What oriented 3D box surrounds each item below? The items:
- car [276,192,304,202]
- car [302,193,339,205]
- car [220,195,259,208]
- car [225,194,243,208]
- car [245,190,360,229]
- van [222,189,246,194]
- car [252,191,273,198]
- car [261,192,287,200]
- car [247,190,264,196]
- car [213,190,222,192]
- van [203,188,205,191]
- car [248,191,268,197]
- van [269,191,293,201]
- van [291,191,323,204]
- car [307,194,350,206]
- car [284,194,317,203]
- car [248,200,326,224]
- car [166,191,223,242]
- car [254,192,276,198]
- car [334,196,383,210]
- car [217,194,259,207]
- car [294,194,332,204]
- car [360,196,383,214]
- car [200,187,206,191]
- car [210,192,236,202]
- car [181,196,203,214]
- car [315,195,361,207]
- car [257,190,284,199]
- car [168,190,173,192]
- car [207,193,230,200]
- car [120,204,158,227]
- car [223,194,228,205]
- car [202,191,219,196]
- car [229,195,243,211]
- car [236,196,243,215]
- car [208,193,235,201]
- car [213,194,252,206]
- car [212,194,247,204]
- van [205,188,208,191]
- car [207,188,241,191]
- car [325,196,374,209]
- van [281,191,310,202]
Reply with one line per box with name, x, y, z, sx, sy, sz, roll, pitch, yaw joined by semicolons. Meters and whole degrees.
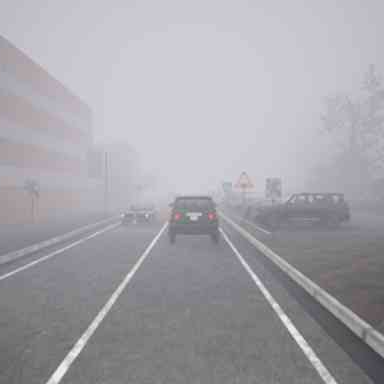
car;18.212;0.879;62.190;4.553;1.767;2.185;0;0;-1
car;18.476;0.976;48.075;4.553;1.767;2.185;0;0;-1
car;5.961;1.185;42.049;4.674;1.452;2.002;0;0;-1
car;6.090;1.243;33.573;4.674;1.452;2.002;0;0;-1
car;6.265;1.039;19.444;5.566;2.045;2.435;0;0;-1
van;6.122;0.938;39.224;4.442;1.987;1.878;0;0;-1
car;17.929;0.625;84.671;4.892;1.521;2.231;0;1;-1
car;18.077;0.894;73.494;5.008;1.535;2.097;0;2;-1
car;17.770;0.290;93.136;4.553;1.767;2.185;0;1;-1
car;5.872;0.961;50.524;4.553;1.767;2.185;0;0;-1
van;5.546;0.540;78.794;4.442;1.987;1.878;0;1;-1
car;17.835;0.482;90.441;5.008;1.535;2.097;0;1;-1
van;18.046;0.741;67.711;4.442;1.987;1.878;0;0;-1
van;18.481;0.838;53.595;4.442;1.987;1.878;0;0;-1
car;18.482;1.121;45.252;5.008;1.535;2.097;0;0;-1
car;18.332;1.045;56.420;4.892;1.521;2.231;0;0;-1
car;6.249;1.315;22.270;4.674;1.452;2.002;0;0;-1
car;0.070;1.130;16.035;2.150;2.045;5.566;0;0;0
car;17.931;0.719;81.974;4.792;1.488;2.163;0;1;-1
car;18.607;1.180;36.658;5.008;1.535;2.097;0;0;-1
car;6.108;1.122;44.877;5.366;1.575;1.946;0;0;-1
car;18.410;1.082;50.898;5.008;1.535;2.097;0;0;-1
car;18.691;1.220;31.011;4.892;1.521;2.231;0;0;-1
car;5.360;0.445;81.616;5.566;2.045;2.435;0;1;-1
car;5.707;0.883;61.826;4.553;1.767;2.185;0;0;-1
car;-0.017;1.255;33.089;1.994;1.385;4.181;0;4;0
car;18.532;1.140;42.429;5.008;1.535;2.097;0;0;-1
car;18.014;0.577;76.322;5.566;2.045;2.435;0;1;-1
car;-3.684;0.739;63.067;2.150;2.045;5.566;0;1;0
car;5.555;0.985;70.312;4.674;1.452;2.002;0;0;-1
car;-3.410;1.464;22.064;1.895;1.301;4.718;0;0;0
car;6.017;1.213;36.398;4.792;1.488;2.163;0;0;-1
car;5.226;0.459;92.922;4.674;1.452;2.002;0;1;-1
car;6.126;1.262;30.748;4.674;1.452;2.002;0;0;-1
car;6.205;1.258;25.097;5.008;1.535;2.097;0;0;-1
car;5.630;0.989;64.652;5.008;1.535;2.097;0;0;-1
car;5.696;1.103;47.697;5.366;1.575;1.946;0;0;-1
car;5.985;1.064;53.353;5.366;1.575;1.946;0;0;-1
van;5.626;0.672;73.266;4.442;1.987;1.878;0;1;-1
car;5.787;0.796;56.175;5.566;2.045;2.435;0;0;-1
car;18.600;1.191;39.482;4.792;1.488;2.163;0;0;-1
van;18.402;0.799;59.245;4.442;1.987;1.878;0;0;-1
